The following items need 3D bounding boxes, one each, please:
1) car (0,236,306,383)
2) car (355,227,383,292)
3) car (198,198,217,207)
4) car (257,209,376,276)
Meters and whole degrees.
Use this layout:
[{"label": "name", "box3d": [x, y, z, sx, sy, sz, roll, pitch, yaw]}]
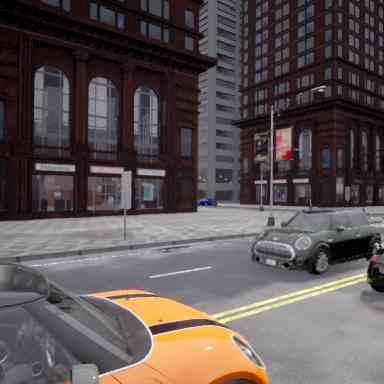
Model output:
[{"label": "car", "box3d": [-1.512, 1.352, 2.360, 4.553, 1.767, 2.097, 0, 0, -36]}, {"label": "car", "box3d": [5.916, 1.576, 7.681, 4.181, 1.385, 1.994, 0, 0, -35]}, {"label": "car", "box3d": [2.243, 1.795, 56.605, 1.882, 1.535, 5.008, 1, -1, -36]}, {"label": "car", "box3d": [4.019, 1.364, 10.558, 4.553, 1.767, 2.097, 0, 0, -36]}]
